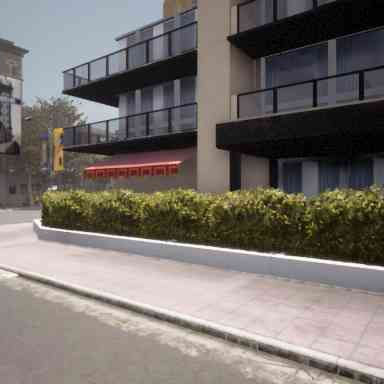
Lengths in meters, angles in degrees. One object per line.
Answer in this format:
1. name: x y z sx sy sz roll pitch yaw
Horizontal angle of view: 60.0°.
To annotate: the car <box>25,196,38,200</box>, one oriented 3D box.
1. car: -34.532 1.481 68.325 4.892 1.521 2.231 0 0 37
